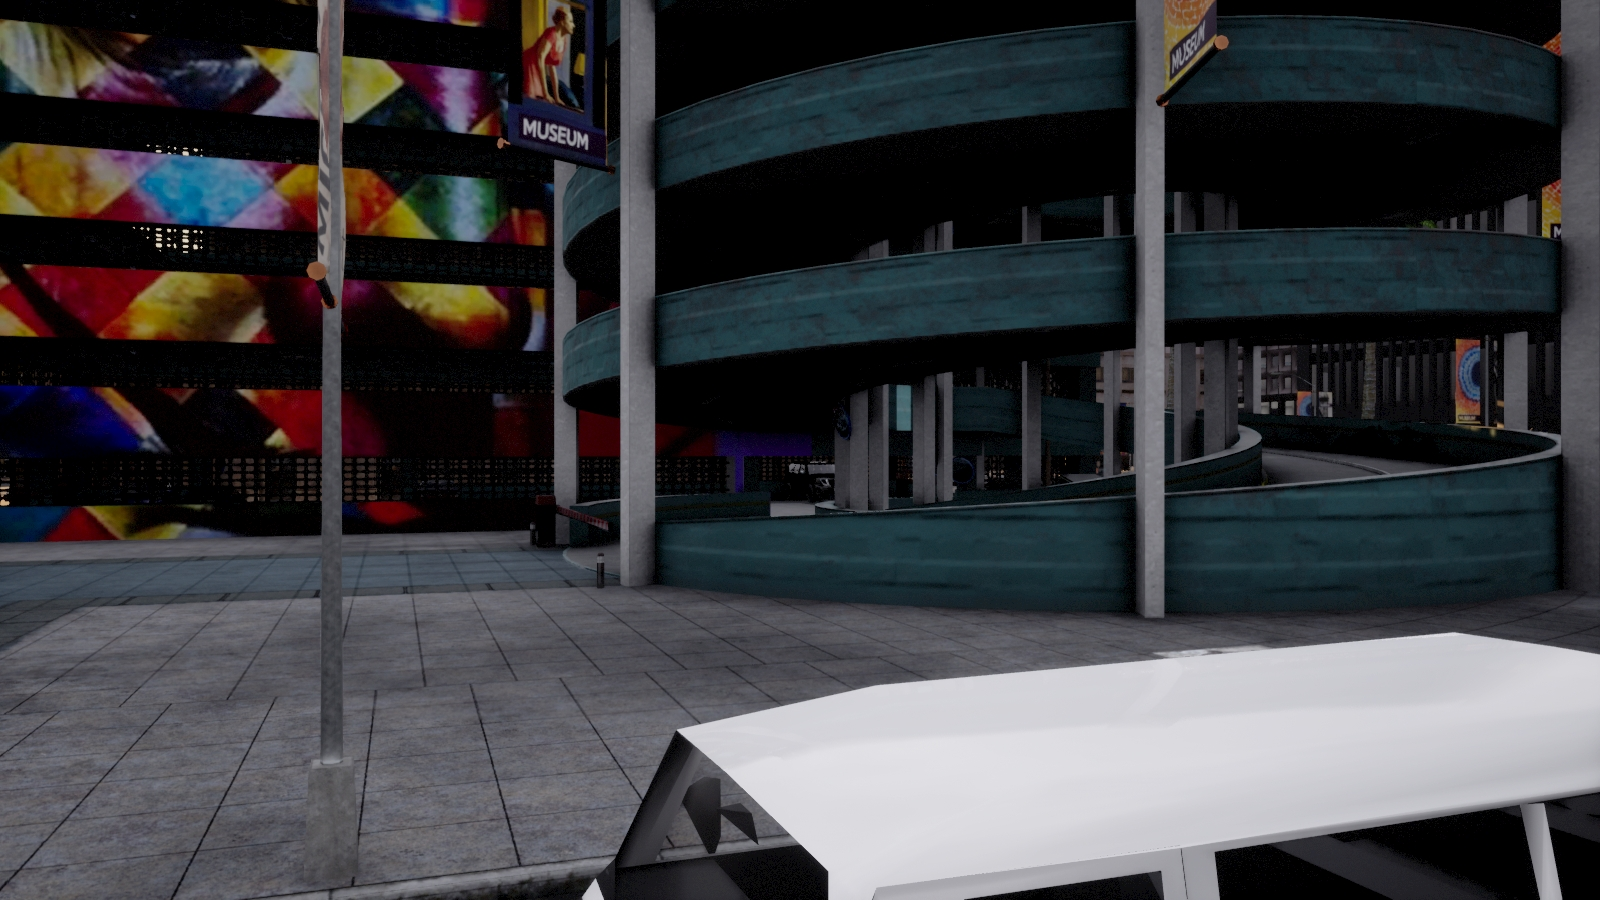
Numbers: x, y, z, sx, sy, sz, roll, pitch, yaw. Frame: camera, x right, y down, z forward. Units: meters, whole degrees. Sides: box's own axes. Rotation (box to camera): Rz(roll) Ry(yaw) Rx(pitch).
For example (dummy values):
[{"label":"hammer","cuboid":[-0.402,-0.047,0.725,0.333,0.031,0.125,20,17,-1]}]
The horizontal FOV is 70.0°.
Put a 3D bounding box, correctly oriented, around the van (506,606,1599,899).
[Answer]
[{"label":"van","cuboid":[1.425,1.783,3.850,4.480,2.038,2.069,0,0,-21]}]
